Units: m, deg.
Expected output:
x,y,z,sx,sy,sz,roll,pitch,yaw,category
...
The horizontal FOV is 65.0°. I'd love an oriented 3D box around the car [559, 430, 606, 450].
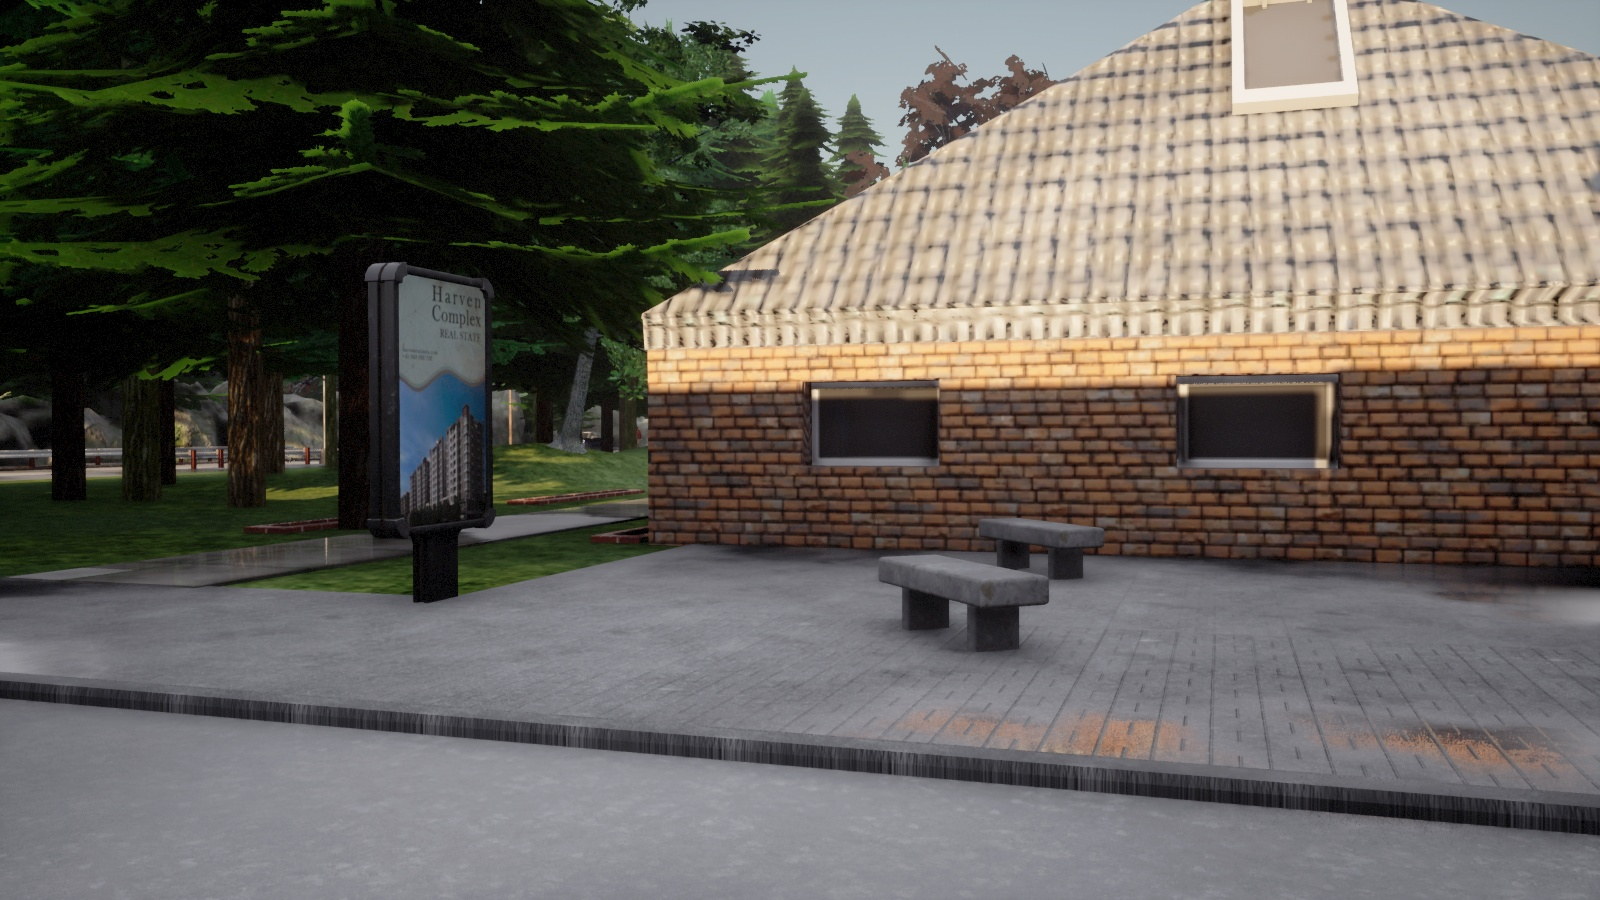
x,y,z,sx,sy,sz,roll,pitch,yaw,category
-16.322,-0.781,94.382,1.970,1.475,3.806,1,1,18,car
